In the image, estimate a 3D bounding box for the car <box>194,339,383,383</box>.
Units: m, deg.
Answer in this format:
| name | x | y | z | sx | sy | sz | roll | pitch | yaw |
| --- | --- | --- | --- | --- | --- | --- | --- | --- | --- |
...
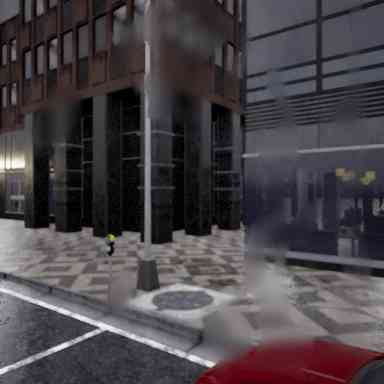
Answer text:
| name | x | y | z | sx | sy | sz | roll | pitch | yaw |
| --- | --- | --- | --- | --- | --- | --- | --- | --- | --- |
| car | 1.961 | 1.547 | 1.563 | 4.507 | 1.381 | 1.887 | 0 | 0 | 36 |
